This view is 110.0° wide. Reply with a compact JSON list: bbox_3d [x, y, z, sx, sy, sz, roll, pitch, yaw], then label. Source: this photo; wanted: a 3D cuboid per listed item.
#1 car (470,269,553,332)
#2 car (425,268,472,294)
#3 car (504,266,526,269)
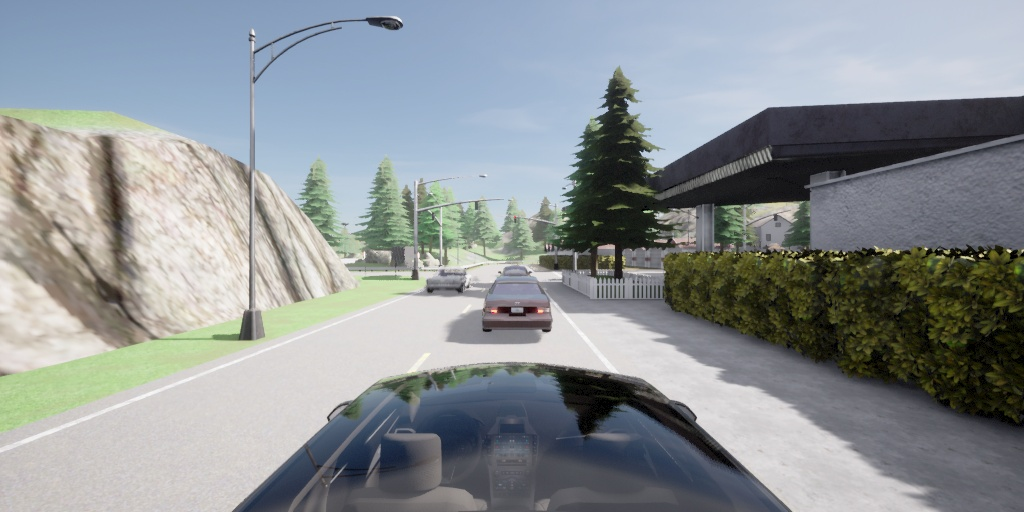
[{"bbox_3d":[0.135,1.297,10.801,2.033,1.411,5.357,0,0,0],"label":"car"},{"bbox_3d":[-3.469,1.351,20.244,1.895,1.301,4.718,0,0,1],"label":"car"},{"bbox_3d":[0.180,1.276,20.387,1.812,1.442,4.674,0,0,0],"label":"car"}]
